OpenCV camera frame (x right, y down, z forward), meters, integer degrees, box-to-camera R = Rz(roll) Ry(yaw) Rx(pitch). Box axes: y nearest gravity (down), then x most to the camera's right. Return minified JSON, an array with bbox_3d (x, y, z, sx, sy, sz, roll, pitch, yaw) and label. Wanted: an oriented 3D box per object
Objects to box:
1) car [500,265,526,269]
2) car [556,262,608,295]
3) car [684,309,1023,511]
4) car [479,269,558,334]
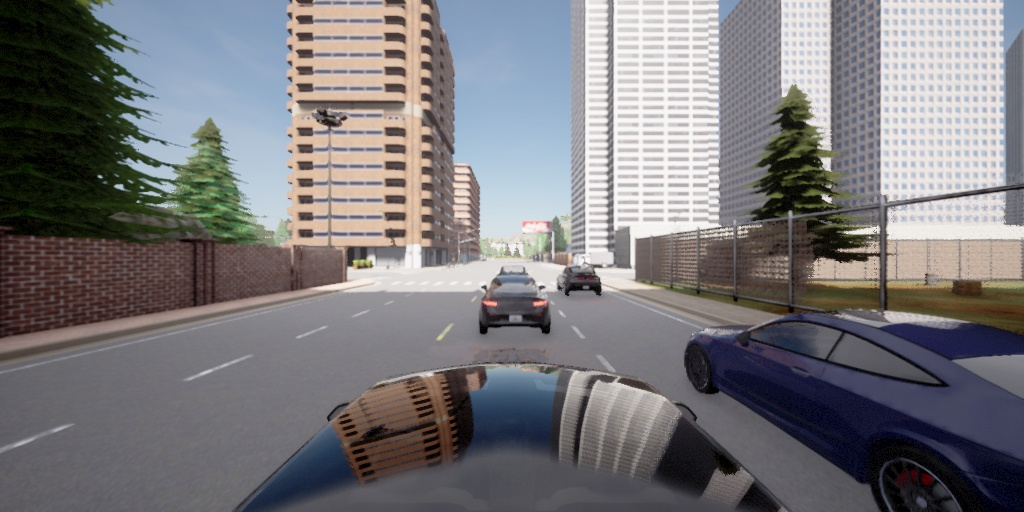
[{"bbox_3d":[0.069,1.253,19.744,2.128,1.511,4.902,0,0,0],"label":"car"},{"bbox_3d":[3.588,1.266,19.661,1.837,1.490,4.892,0,0,1],"label":"car"},{"bbox_3d":[3.612,1.276,3.691,1.812,1.442,4.674,0,0,0],"label":"car"},{"bbox_3d":[0.049,1.282,10.540,1.812,1.442,4.674,0,0,-1],"label":"car"}]
